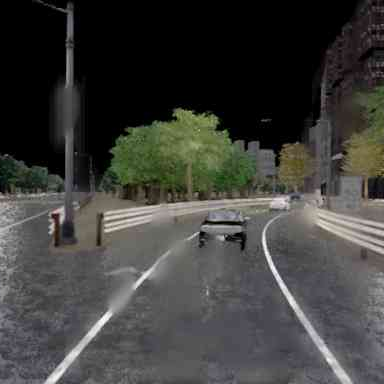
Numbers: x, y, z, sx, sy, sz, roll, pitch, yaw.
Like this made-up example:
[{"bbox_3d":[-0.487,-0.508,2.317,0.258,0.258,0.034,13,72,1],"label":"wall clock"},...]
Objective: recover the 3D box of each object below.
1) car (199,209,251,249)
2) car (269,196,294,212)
[{"bbox_3d":[1.499,1.499,14.623,2.128,1.511,4.902,0,0,11],"label":"car"},{"bbox_3d":[10.677,1.568,40.323,1.812,1.442,4.674,0,0,27],"label":"car"}]
